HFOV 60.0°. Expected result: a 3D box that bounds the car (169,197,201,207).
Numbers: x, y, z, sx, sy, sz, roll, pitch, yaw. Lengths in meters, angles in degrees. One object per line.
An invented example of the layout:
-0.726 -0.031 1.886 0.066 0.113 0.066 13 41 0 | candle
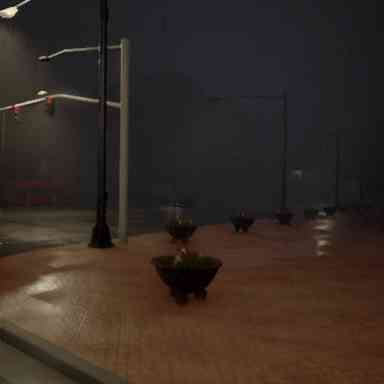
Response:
-0.975 1.523 50.253 2.033 1.411 5.357 1 0 35 | car

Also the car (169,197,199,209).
-1.037 1.466 44.109 1.837 1.490 4.892 1 0 35 | car
